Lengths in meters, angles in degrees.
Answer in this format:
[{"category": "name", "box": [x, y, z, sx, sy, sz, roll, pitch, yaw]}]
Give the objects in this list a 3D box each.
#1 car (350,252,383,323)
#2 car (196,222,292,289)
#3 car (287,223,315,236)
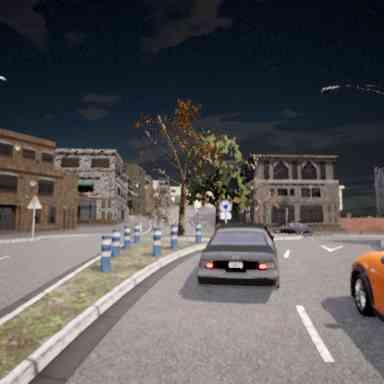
[{"category": "car", "box": [3.876, 1.312, 4.435, 2.097, 1.767, 4.553, -1, 1, 6]}, {"category": "car", "box": [1.393, 1.545, 9.161, 2.033, 1.411, 5.357, -1, -1, 12]}, {"category": "car", "box": [11.736, 4.306, 38.496, 2.128, 1.511, 4.902, 6, -8, -44]}]
